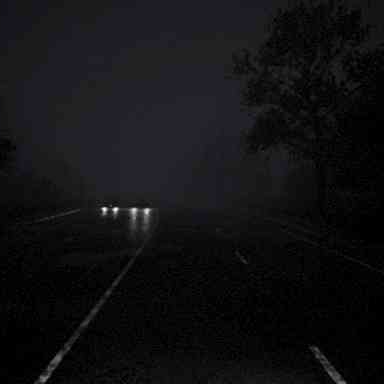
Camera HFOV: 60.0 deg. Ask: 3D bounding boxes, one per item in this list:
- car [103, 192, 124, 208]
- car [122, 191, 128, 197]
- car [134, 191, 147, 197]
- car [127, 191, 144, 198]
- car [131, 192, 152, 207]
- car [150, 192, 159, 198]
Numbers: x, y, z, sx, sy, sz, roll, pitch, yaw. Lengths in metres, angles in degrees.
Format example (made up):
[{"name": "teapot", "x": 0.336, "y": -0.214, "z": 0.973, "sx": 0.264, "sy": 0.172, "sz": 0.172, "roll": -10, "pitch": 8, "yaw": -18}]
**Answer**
[{"name": "car", "x": -9.828, "y": 1.107, "z": 40.923, "sx": 2.033, "sy": 1.411, "sz": 5.357, "roll": 0, "pitch": 1, "yaw": -10}, {"name": "car", "x": -16.399, "y": 0.412, "z": 82.795, "sx": 1.882, "sy": 1.535, "sz": 5.008, "roll": 0, "pitch": 1, "yaw": -28}, {"name": "car", "x": -13.112, "y": 0.437, "z": 84.056, "sx": 1.812, "sy": 1.442, "sz": 4.674, "roll": 0, "pitch": 1, "yaw": -28}, {"name": "car", "x": -12.316, "y": 0.718, "z": 73.871, "sx": 1.994, "sy": 1.385, "sz": 4.181, "roll": 0, "pitch": 1, "yaw": -24}, {"name": "car", "x": -6.349, "y": 1.085, "z": 41.313, "sx": 1.812, "sy": 1.442, "sz": 4.674, "roll": 0, "pitch": 0, "yaw": -10}, {"name": "car", "x": -8.847, "y": 0.695, "z": 74.673, "sx": 1.812, "sy": 1.442, "sz": 4.674, "roll": 0, "pitch": 1, "yaw": -24}]
